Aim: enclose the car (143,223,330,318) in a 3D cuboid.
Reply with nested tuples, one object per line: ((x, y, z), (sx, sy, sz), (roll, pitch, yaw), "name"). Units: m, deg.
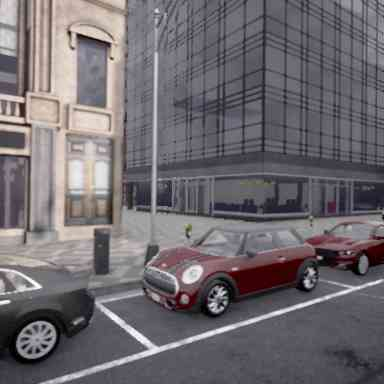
((0.948, 1.465, 7.430), (4.097, 1.590, 1.967), (0, 0, -36), "car")

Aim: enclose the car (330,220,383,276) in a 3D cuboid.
((5.390, 1.600, 10.602), (4.507, 1.381, 1.887), (0, 0, -36), "car")

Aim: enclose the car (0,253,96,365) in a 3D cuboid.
((-3.497, 1.548, 4.260), (4.403, 1.369, 2.008), (0, 1, -36), "car")
